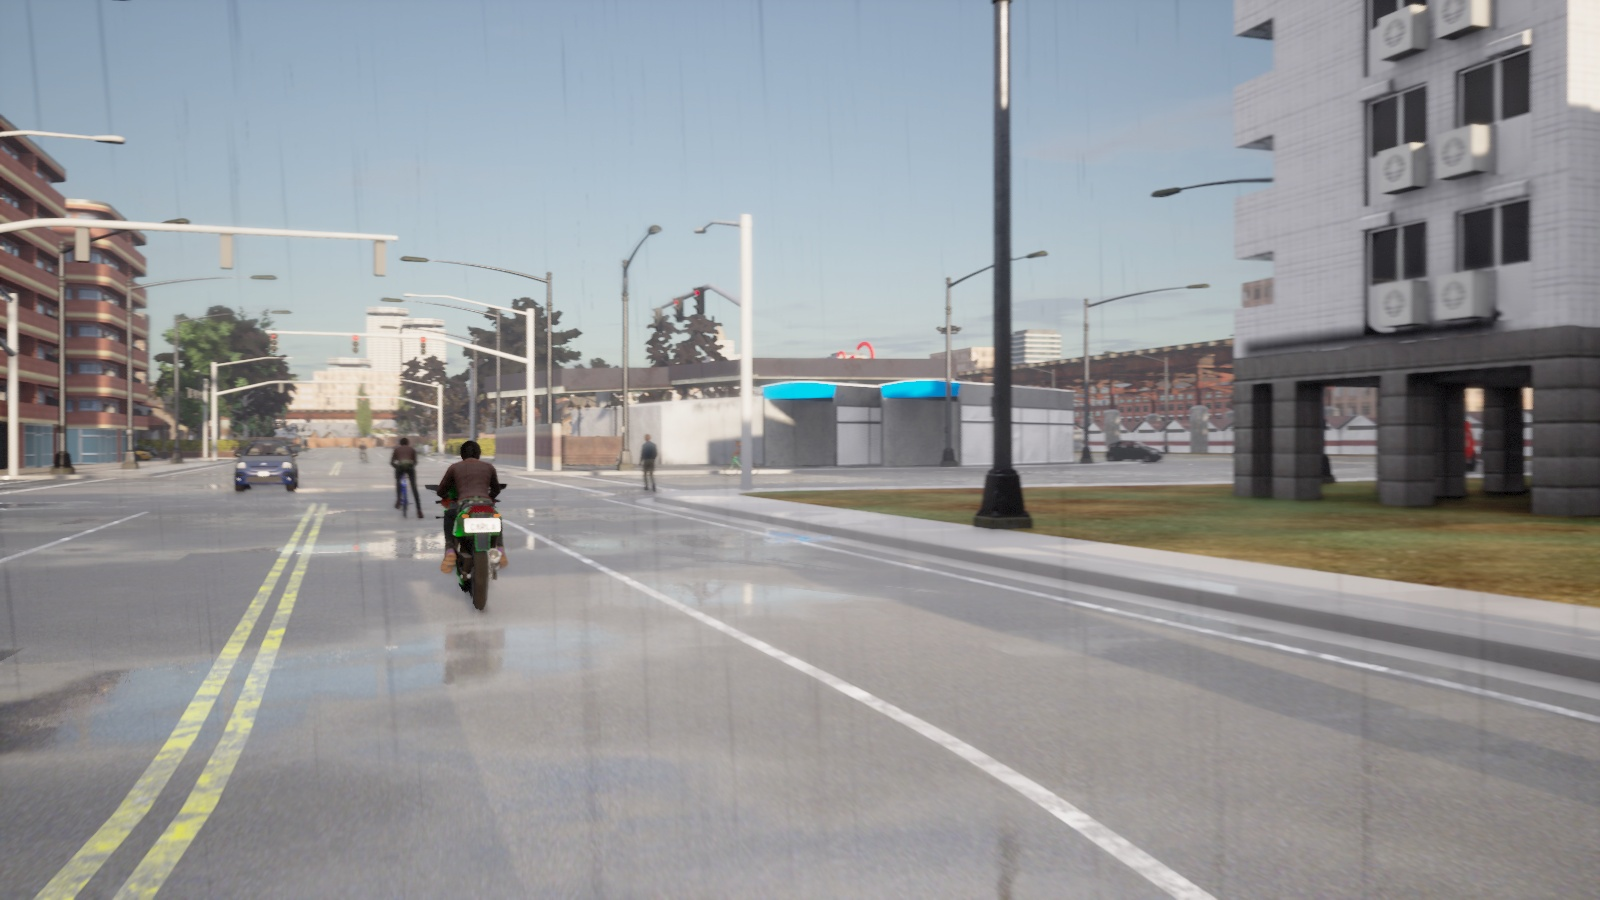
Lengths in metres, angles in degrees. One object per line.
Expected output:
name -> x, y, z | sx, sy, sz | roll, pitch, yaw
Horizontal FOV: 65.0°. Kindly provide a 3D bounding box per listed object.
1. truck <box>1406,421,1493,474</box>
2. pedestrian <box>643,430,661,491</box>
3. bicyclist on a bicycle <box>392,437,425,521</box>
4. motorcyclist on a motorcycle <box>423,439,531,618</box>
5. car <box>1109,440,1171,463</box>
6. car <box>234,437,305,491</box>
truck -> 31.766, -0.114, 61.350 | 2.627, 2.467, 5.204 | 0, 1, 41
pedestrian -> -4.517, 0.323, 38.241 | 0.370, 1.835, 0.726 | 0, 0, -22
bicyclist on a bicycle -> -7.859, 0.563, 25.183 | 0.582, 1.620, 1.656 | 0, 0, -19
motorcyclist on a motorcycle -> -3.070, 0.664, 11.808 | 0.797, 1.523, 2.044 | 0, 0, -20
car -> 24.667, 0.108, 91.187 | 3.988, 1.617, 1.851 | 0, 0, 36
car -> -16.755, 0.398, 39.785 | 1.851, 1.617, 3.988 | 0, 0, -20
